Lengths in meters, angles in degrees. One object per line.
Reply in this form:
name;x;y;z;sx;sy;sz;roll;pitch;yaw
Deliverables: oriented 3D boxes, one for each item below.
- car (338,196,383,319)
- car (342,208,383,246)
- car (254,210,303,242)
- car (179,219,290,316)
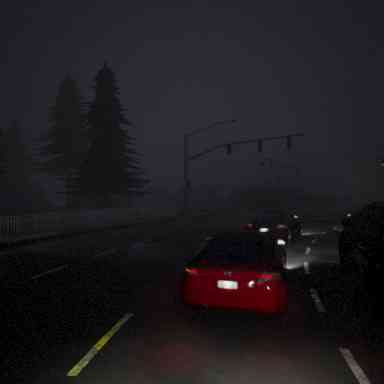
car;4.700;1.221;7.208;2.150;2.045;5.566;0;0;15
car;8.547;1.564;16.130;1.994;1.385;4.181;0;0;29
car;3.973;1.564;15.865;1.994;1.385;4.181;0;0;27
car;1.152;1.564;7.665;1.994;1.385;4.181;0;0;16
